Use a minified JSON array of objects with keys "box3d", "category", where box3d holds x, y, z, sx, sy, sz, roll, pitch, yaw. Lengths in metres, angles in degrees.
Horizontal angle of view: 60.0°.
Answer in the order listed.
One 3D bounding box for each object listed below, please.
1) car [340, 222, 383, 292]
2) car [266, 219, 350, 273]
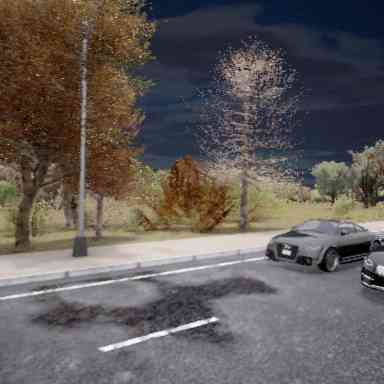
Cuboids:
[{"box3d":[5.966,1.545,7.995,4.902,1.511,2.128,1,0,-36],"category":"car"},{"box3d":[4.366,1.587,10.854,4.181,1.385,1.994,1,0,-36],"category":"car"}]
